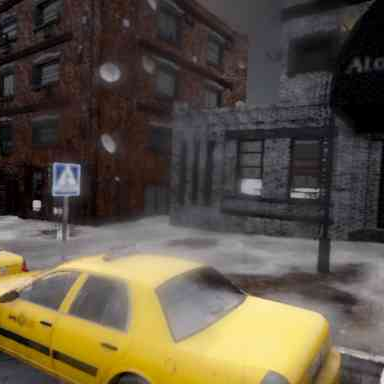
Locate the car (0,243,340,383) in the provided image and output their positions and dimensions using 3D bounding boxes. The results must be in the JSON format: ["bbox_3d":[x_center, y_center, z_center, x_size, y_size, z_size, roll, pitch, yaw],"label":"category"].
[{"bbox_3d":[-1.088,1.443,4.236,5.366,1.575,1.946,0,1,33],"label":"car"}]
